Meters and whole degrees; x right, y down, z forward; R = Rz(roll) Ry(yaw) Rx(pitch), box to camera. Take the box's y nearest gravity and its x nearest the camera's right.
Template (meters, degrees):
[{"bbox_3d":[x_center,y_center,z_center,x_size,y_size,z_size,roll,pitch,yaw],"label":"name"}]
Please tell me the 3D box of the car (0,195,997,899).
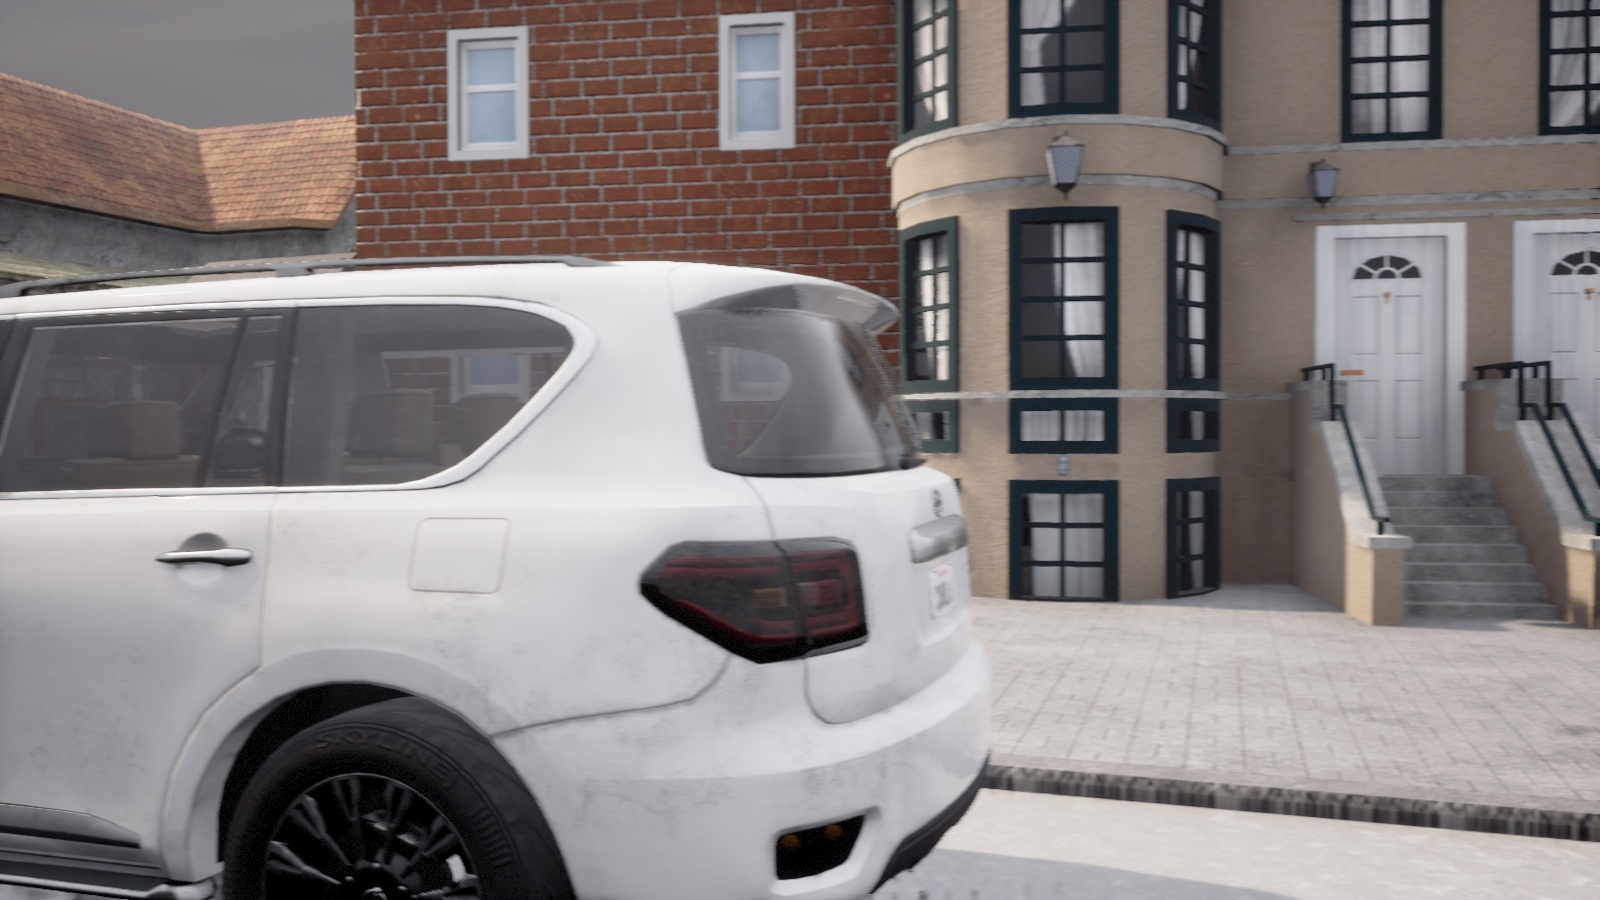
[{"bbox_3d":[-2.262,0.465,4.478,5.566,2.045,2.150,1,1,19],"label":"car"}]
